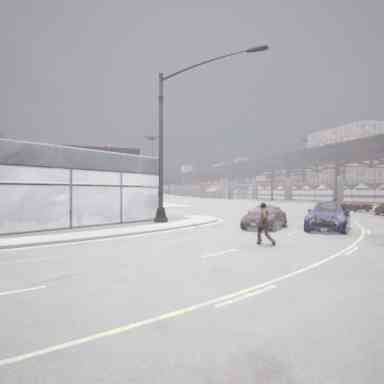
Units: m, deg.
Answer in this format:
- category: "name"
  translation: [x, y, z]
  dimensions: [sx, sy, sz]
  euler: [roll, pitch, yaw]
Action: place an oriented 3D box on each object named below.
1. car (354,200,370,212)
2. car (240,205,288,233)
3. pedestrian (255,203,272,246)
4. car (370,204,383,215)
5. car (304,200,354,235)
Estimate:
- category: "car"
  translation: [19.239, 1.634, 39.659]
  dimensions: [1.895, 1.301, 4.718]
  euler: [0, 0, -9]
- category: "car"
  translation: [4.510, 1.539, 20.256]
  dimensions: [1.812, 1.442, 4.674]
  euler: [0, 0, 30]
- category: "pedestrian"
  translation: [2.968, 1.303, 13.784]
  dimensions: [0.375, 1.860, 0.375]
  euler: [0, 0, 38]
- category: "car"
  translation: [18.607, 1.554, 30.645]
  dimensions: [1.812, 1.442, 4.674]
  euler: [0, 0, 7]
- category: "car"
  translation: [7.867, 1.367, 19.110]
  dimensions: [2.097, 1.767, 4.553]
  euler: [0, 0, 29]
